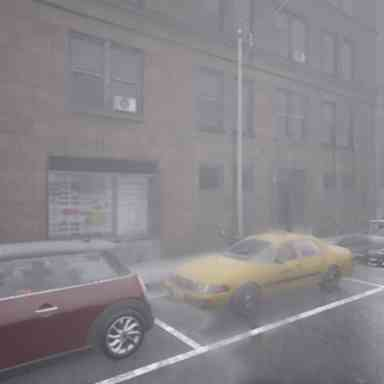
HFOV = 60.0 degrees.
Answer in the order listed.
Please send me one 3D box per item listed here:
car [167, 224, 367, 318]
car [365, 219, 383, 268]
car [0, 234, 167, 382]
[{"bbox_3d":[1.721,1.540,7.416,4.829,1.417,1.752,0,0,-36],"label":"car"},{"bbox_3d":[6.352,1.580,10.720,4.403,1.369,2.008,0,0,-36],"label":"car"},{"bbox_3d":[-2.632,1.441,4.311,4.097,1.590,1.967,0,0,-36],"label":"car"}]
